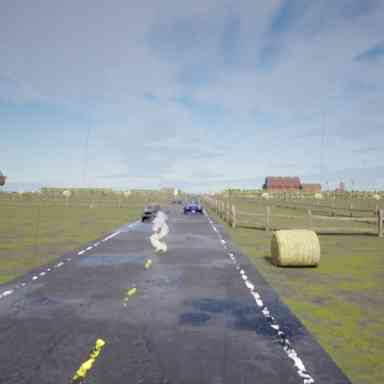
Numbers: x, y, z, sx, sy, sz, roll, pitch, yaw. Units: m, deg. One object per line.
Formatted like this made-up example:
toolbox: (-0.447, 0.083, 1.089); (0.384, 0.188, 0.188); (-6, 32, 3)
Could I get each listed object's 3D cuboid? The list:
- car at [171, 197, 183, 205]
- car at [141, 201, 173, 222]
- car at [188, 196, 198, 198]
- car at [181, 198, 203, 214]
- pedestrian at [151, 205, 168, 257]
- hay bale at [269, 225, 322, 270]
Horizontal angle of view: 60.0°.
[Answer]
car: (-2.711, 1.558, 61.266); (2.033, 1.411, 5.357); (0, 0, 1)
car: (-2.804, 1.605, 26.254); (1.895, 1.301, 4.718); (0, 0, 0)
car: (0.166, 1.359, 47.690); (2.097, 1.767, 4.553); (0, 0, 0)
car: (0.152, 1.605, 34.865); (1.895, 1.301, 4.718); (0, 0, 0)
pedestrian: (-1.121, 1.295, 11.446); (0.375, 1.860, 0.375); (1, -1, 2)
hay bale: (3.134, 1.657, 10.194); (1.220, 1.180, 1.240); (-1, -1, 0)
